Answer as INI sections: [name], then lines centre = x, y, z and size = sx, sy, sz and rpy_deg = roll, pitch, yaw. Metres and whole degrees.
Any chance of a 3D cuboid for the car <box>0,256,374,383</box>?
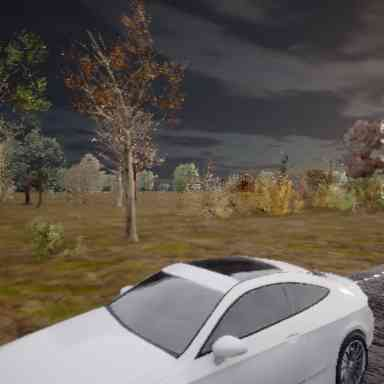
[car]
centre = 0.204, 1.524, 3.608
size = 4.674, 1.442, 1.812
rpy_deg = 0, 0, -36
